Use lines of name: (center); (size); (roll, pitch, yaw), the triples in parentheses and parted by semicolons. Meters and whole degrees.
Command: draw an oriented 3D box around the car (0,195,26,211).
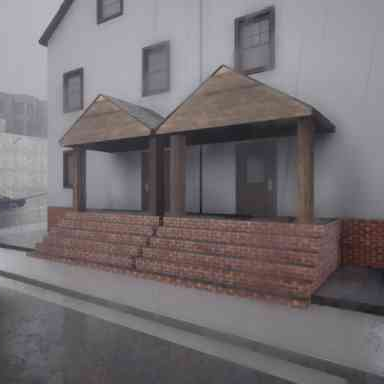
car: (-15.468, 1.012, 25.408); (1.895, 1.301, 4.718); (0, 6, 35)
